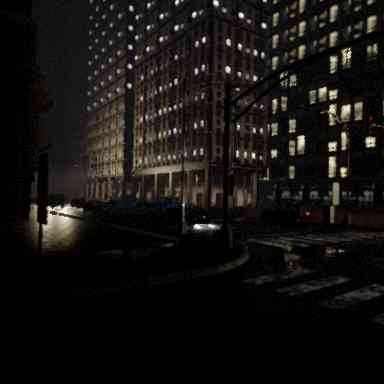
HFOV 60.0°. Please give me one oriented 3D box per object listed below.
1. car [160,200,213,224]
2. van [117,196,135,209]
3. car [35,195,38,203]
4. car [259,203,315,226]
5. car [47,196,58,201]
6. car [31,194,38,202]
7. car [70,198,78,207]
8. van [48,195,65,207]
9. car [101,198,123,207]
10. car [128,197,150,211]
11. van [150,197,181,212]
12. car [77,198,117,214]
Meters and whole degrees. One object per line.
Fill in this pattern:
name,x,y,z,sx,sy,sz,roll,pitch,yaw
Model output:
car,-0.276,1.566,24.994,1.994,1.385,4.181,2,-1,-35
van,-9.378,1.451,47.828,1.690,1.788,3.998,2,-1,-35
car,-22.754,1.483,52.187,1.802,1.307,4.206,2,-1,-35
car,6.968,1.585,24.795,1.967,1.590,4.097,2,-1,-35
car,-35.540,1.657,84.673,1.802,1.307,4.206,2,-1,-35
car,-29.288,1.206,61.403,2.192,1.841,5.009,2,-1,-35
car,-15.566,1.519,46.630,2.033,1.411,5.357,2,-1,-35
van,-19.480,1.247,47.584,1.690,1.788,3.998,2,-1,-35
car,-12.653,1.669,52.430,1.947,1.339,4.313,2,-1,-35
car,-6.113,1.666,43.218,2.008,1.369,4.403,2,-1,-35
van,-2.839,1.464,38.615,1.690,1.788,3.998,2,-1,-35
car,-9.676,1.476,33.763,2.008,1.369,4.403,2,-1,-35
